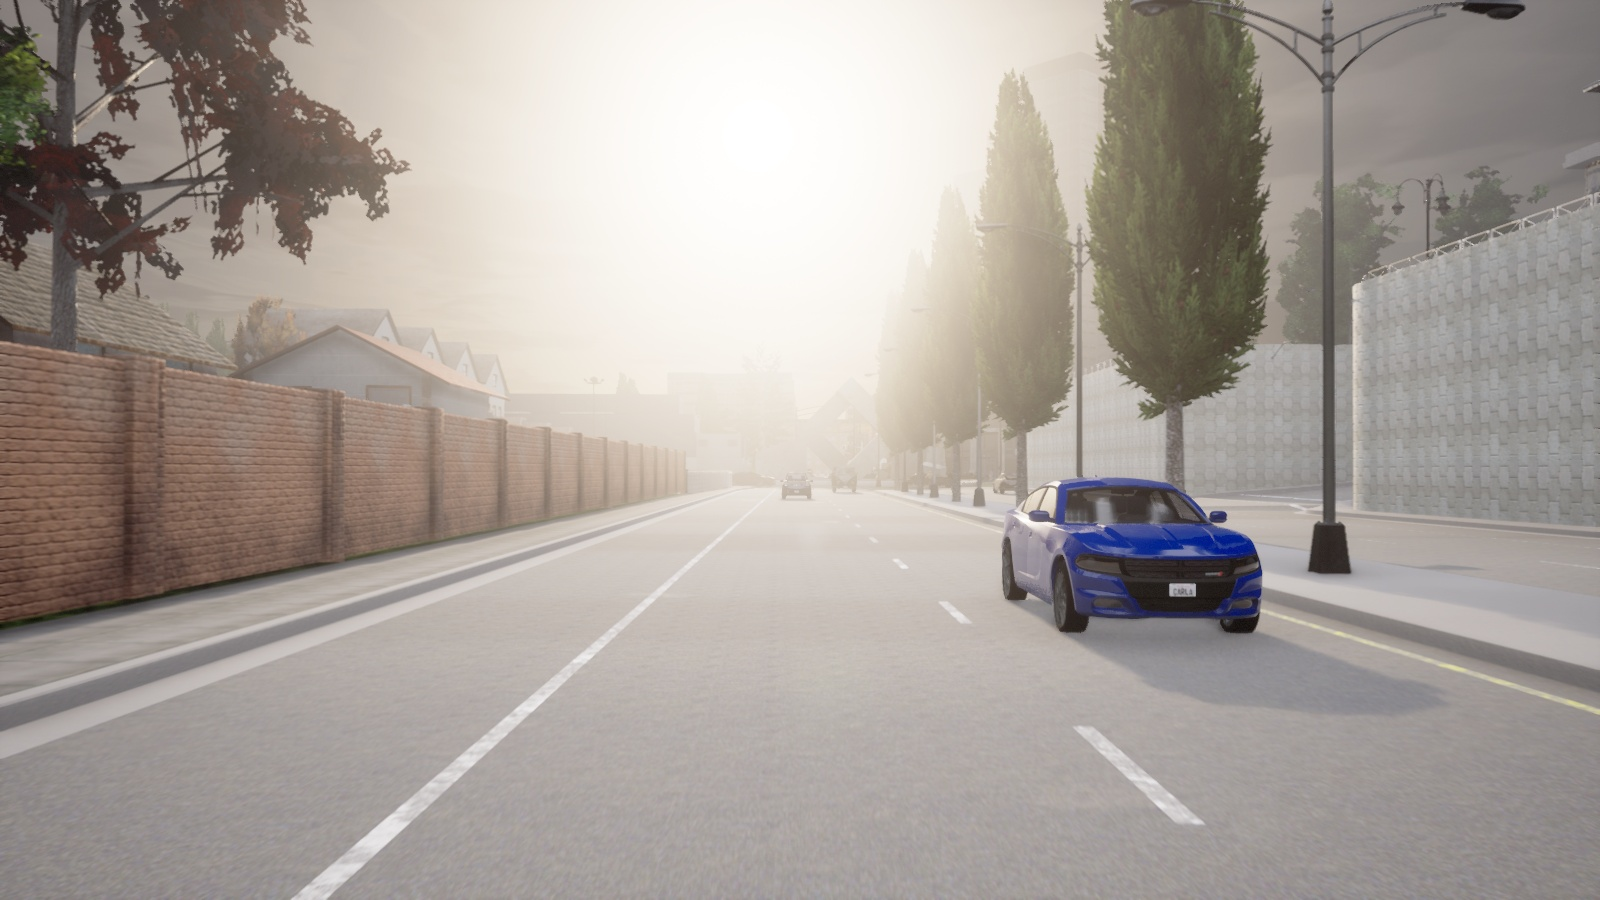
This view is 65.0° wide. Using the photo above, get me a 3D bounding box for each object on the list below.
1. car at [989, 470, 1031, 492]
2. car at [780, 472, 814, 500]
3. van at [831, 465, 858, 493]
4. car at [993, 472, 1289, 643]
[{"bbox_3d":[14.785,2.194,88.568,2.128,1.511,4.902,0,-1,0],"label":"car"},{"bbox_3d":[-0.170,2.009,70.445,1.845,1.501,3.633,0,-1,0],"label":"car"},{"bbox_3d":[3.275,2.106,92.665,1.775,1.987,4.442,0,-1,0],"label":"van"},{"bbox_3d":[3.466,1.011,13.864,1.882,1.535,5.008,0,-1,0],"label":"car"}]
